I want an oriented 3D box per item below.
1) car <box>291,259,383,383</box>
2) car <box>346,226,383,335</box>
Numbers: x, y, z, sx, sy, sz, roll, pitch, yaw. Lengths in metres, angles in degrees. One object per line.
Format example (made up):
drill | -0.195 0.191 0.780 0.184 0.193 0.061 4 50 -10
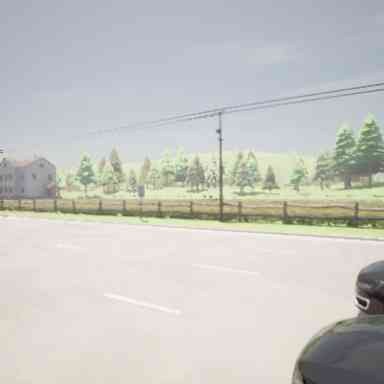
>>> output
car | 3.052 1.468 1.858 4.892 1.490 1.837 0 0 35
car | 5.030 1.445 4.745 4.892 1.490 1.837 0 0 35
